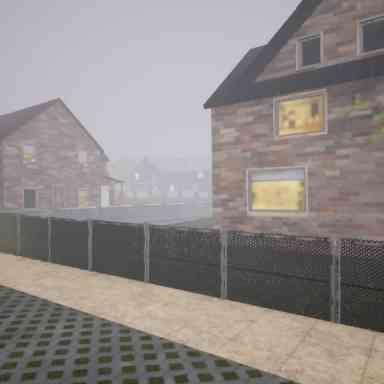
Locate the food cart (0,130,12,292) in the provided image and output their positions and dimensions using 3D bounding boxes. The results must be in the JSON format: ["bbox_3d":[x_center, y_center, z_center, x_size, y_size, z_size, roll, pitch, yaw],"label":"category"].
[{"bbox_3d":[-6.655,0.472,7.918,4.660,3.560,2.280,-1,0,35],"label":"food cart"}]
